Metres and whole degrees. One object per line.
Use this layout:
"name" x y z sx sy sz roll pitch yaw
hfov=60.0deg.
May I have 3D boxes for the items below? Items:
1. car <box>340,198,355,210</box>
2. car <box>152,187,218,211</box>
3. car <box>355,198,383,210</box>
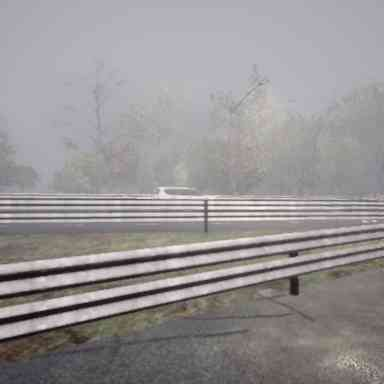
"car" 15.969 1.246 31.232 4.718 1.301 1.895 1 0 -15
"car" -0.510 0.654 26.730 5.566 2.045 2.150 1 0 -15
"car" 16.811 1.203 27.832 5.357 1.411 2.033 1 0 -15
